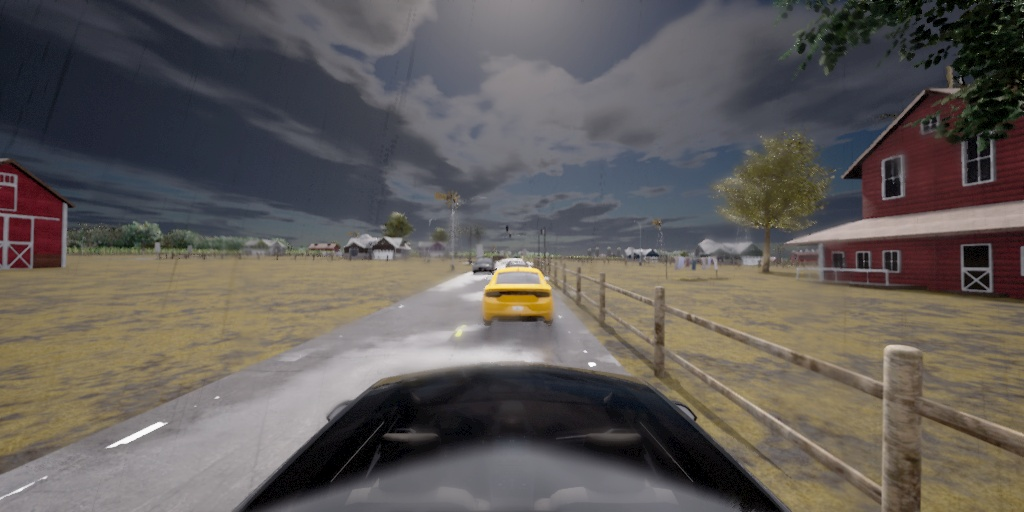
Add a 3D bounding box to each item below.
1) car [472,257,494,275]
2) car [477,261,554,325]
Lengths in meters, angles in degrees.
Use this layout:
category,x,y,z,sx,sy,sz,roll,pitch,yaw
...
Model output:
category,x,y,z,sx,sy,sz,roll,pitch,yaw
car,-2.476,0.889,32.777,1.837,1.490,4.892,0,1,1
car,0.193,1.093,11.268,1.882,1.535,5.008,0,1,1
